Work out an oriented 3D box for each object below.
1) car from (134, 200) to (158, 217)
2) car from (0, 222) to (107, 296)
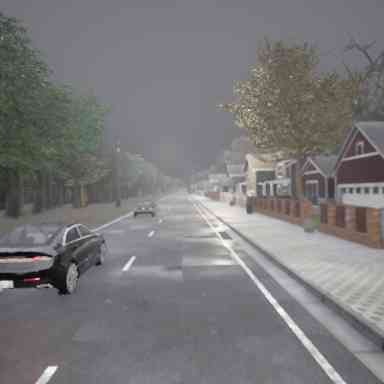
[{"bbox_3d":[-4.175,1.476,30.543,2.033,1.411,5.357,-1,0,-2],"label":"car"},{"bbox_3d":[-3.575,1.518,8.680,2.128,1.511,4.902,-1,0,-2],"label":"car"}]
